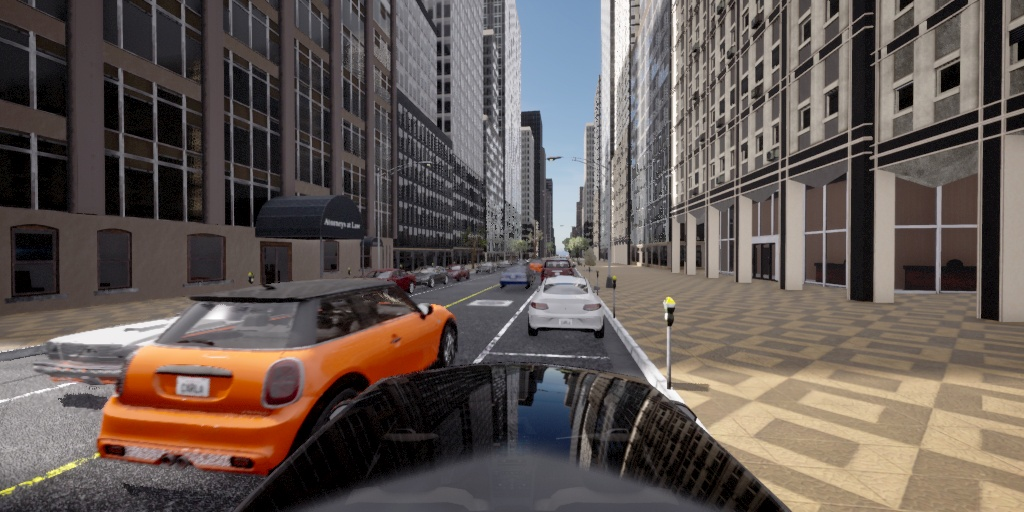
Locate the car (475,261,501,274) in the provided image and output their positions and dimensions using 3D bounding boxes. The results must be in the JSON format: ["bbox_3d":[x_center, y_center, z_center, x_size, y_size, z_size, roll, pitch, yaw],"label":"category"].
[{"bbox_3d":[-2.891,1.293,40.182,2.007,1.370,4.403,0,0,9],"label":"car"}]

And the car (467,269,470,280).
[{"bbox_3d":[-4.586,1.327,28.941,1.802,1.307,4.207,0,0,9],"label":"car"}]

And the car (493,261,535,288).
[{"bbox_3d":[0.457,1.293,23.538,2.033,1.411,5.357,0,0,9],"label":"car"}]

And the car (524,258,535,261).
[{"bbox_3d":[2.936,1.094,40.655,2.097,1.767,4.553,0,0,9],"label":"car"}]

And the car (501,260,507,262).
[{"bbox_3d":[-1.196,1.290,51.421,2.007,1.370,4.403,0,0,9],"label":"car"}]

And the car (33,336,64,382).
[{"bbox_3d":[-5.283,1.350,6.960,1.895,1.301,4.718,0,0,9],"label":"car"}]

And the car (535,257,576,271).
[{"bbox_3d":[2.853,1.060,22.071,2.192,1.841,5.009,0,0,9],"label":"car"}]

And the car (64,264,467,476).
[{"bbox_3d":[-2.329,1.101,5.075,2.097,1.767,4.553,0,0,9],"label":"car"}]

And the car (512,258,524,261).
[{"bbox_3d":[1.190,1.244,49.197,2.128,1.511,4.902,0,0,9],"label":"car"}]

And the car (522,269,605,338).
[{"bbox_3d":[1.514,1.274,10.116,1.812,1.442,4.674,0,0,9],"label":"car"}]
